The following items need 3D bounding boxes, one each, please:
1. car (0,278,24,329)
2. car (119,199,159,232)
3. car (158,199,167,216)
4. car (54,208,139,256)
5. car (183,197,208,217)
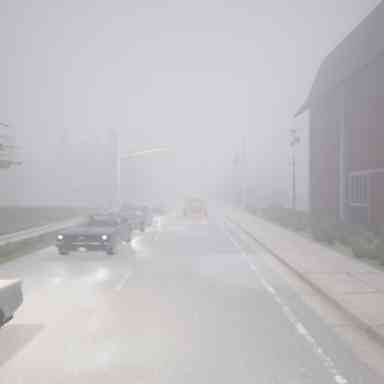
[{"bbox_3d":[-3.591,1.578,3.023,1.895,1.301,4.718,0,0,0],"label":"car"},{"bbox_3d":[-3.389,1.389,19.207,2.128,1.511,4.902,0,0,0],"label":"car"},{"bbox_3d":[-3.322,1.386,30.827,2.033,1.411,5.357,0,0,1],"label":"car"},{"bbox_3d":[-3.524,1.529,12.882,1.895,1.301,4.718,0,0,0],"label":"car"},{"bbox_3d":[0.278,1.204,29.643,2.097,1.767,4.553,0,0,0],"label":"car"}]
